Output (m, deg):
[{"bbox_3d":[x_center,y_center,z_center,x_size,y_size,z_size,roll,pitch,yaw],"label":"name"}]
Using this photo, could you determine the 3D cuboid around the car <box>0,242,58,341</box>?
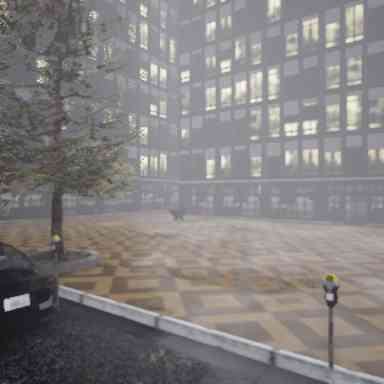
[{"bbox_3d":[-4.068,1.529,5.745,4.313,1.339,1.947,0,0,36],"label":"car"}]
